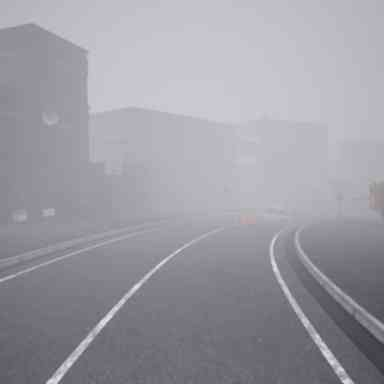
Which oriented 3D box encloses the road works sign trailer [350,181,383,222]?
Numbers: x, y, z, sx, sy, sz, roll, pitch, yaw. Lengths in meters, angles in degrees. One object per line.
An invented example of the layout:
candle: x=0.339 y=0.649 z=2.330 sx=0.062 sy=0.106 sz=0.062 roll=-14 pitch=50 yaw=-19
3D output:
road works sign trailer: x=14.145 y=0.876 z=25.565 sx=2.880 sy=2.380 sz=3.560 roll=-7 pitch=17 yaw=9

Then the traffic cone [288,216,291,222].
traffic cone: x=8.129 y=2.215 z=27.624 sx=0.340 sy=0.580 sz=0.340 roll=3 pitch=1 yaw=22

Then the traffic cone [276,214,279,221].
traffic cone: x=7.207 y=2.173 z=27.999 sx=0.340 sy=0.580 sz=0.340 roll=3 pitch=1 yaw=22

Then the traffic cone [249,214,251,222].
traffic cone: x=4.611 y=2.074 z=26.898 sx=0.340 sy=0.580 sz=0.340 roll=2 pitch=1 yaw=22

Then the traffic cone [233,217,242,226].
traffic cone: x=3.108 y=2.046 z=23.192 sx=0.340 sy=0.580 sz=0.340 roll=2 pitch=0 yaw=22

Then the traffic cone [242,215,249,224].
traffic cone: x=3.860 y=2.061 z=25.045 sx=0.340 sy=0.580 sz=0.340 roll=2 pitch=0 yaw=22

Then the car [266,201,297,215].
car: x=10.160 y=1.750 z=37.358 sx=1.812 sy=1.442 sz=4.674 roll=4 pitch=1 yaw=43
